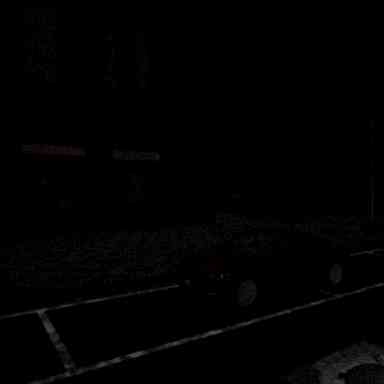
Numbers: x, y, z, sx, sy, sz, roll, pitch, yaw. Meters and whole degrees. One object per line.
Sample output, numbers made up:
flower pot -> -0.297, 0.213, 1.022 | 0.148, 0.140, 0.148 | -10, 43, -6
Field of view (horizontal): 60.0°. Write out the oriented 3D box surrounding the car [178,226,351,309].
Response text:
car -> 1.800, 1.510, 7.707 | 4.507, 1.381, 1.887 | 0, 0, -33
